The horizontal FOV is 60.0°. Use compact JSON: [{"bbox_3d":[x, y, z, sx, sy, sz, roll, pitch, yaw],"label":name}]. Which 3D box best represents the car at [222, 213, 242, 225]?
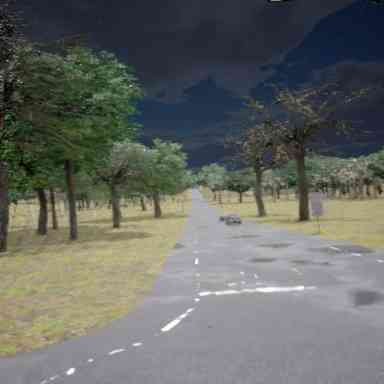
[{"bbox_3d":[5.682,3.750,45.601,2.033,1.411,5.357,-4,-3,1],"label":"car"}]

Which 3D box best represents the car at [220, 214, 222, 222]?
[{"bbox_3d":[5.733,4.259,56.171,1.895,1.301,4.718,-4,-2,0],"label":"car"}]
